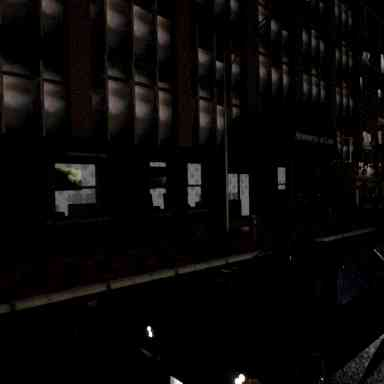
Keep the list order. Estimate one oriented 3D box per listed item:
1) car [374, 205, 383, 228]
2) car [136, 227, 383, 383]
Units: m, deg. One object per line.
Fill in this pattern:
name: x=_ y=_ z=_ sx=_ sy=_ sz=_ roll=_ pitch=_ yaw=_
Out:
car: x=11.154 y=1.169 z=16.975 sx=5.009 sy=1.841 sz=2.192 roll=-1 pitch=-1 yaw=-42
car: x=1.842 y=1.525 z=5.104 sx=5.357 sy=1.411 sz=2.033 roll=-1 pitch=0 yaw=-42
